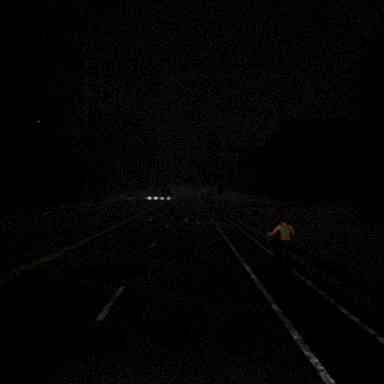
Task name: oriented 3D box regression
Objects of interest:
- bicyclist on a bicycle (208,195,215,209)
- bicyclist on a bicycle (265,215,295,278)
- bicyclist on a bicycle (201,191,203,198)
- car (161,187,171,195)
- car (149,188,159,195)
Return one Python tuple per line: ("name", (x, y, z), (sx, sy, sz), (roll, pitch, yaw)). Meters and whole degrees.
("bicyclist on a bicycle", (2.222, 1.128, 38.081), (0.866, 1.612, 1.509), (-1, 1, 0))
("bicyclist on a bicycle", (2.486, 1.421, 9.152), (0.866, 1.612, 1.509), (0, 0, 0))
("bicyclist on a bicycle", (2.242, 0.689, 73.001), (0.582, 1.620, 1.656), (0, 1, 0))
("car", (-6.510, -0.220, 84.919), (2.150, 2.045, 5.566), (0, 1, 0))
("car", (-9.760, -0.091, 84.982), (2.097, 1.767, 4.553), (0, 1, 0))
